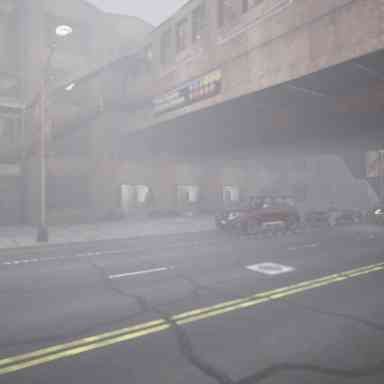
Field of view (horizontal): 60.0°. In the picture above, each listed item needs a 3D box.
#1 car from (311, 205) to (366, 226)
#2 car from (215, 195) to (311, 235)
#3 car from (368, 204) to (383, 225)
[{"bbox_3d":[9.876,1.581,23.308,4.718,1.301,1.895,0,0,-36],"label":"car"},{"bbox_3d":[3.879,1.219,18.979,5.566,2.045,2.435,0,0,-36],"label":"car"},{"bbox_3d":[14.471,1.336,22.804,4.553,1.767,2.097,0,0,-35],"label":"car"}]
